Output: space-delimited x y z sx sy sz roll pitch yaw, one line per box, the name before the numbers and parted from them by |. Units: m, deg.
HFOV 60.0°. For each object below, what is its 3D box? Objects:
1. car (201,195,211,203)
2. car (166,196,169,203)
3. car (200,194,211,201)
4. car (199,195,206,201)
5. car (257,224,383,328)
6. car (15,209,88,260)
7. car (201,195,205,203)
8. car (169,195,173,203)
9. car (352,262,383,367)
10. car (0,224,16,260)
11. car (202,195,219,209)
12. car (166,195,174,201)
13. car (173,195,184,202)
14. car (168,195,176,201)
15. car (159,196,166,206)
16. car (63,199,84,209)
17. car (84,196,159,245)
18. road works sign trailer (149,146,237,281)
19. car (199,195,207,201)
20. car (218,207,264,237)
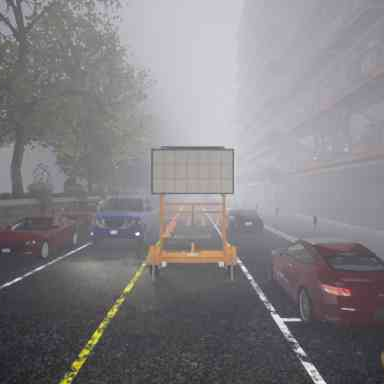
car | 2.837 1.484 68.710 1.967 1.590 4.097 0 0 0
car | -5.568 1.471 57.465 1.967 1.590 4.097 0 0 0
car | 2.813 1.471 57.448 1.967 1.590 4.097 0 0 0
car | 2.885 1.644 91.230 1.947 1.339 4.313 0 0 0
car | 2.704 1.582 6.776 1.802 1.307 4.206 0 0 0
car | -5.664 1.546 12.424 1.887 1.381 4.507 0 0 0
car | 2.800 1.569 51.819 1.887 1.381 4.507 0 0 0
car | -5.543 1.595 68.727 2.008 1.369 4.403 0 0 0
car | 2.693 1.525 1.316 1.752 1.417 4.829 0 0 0
car | -5.676 1.582 6.793 1.802 1.307 4.206 0 0 0
car | 2.789 1.563 46.189 1.887 1.381 4.507 0 0 0
car | -5.508 1.593 85.447 1.752 1.417 4.829 0 0 0
car | -2.831 1.535 78.772 1.882 1.535 5.008 0 0 0
car | -5.495 1.629 91.248 2.008 1.369 4.403 0 0 0
car | -5.580 1.464 51.837 1.967 1.590 4.097 0 0 0
car | -5.652 1.317 18.056 2.192 1.841 5.009 0 0 0
car | -3.066 1.223 15.802 2.150 2.045 5.566 0 0 0
road works sign trailer | 0.021 0.465 9.804 2.380 3.560 2.880 0 0 0
car | 2.872 1.509 85.600 1.967 1.590 4.097 0 0 0
car | 2.728 1.568 18.039 1.947 1.339 4.313 0 0 0
